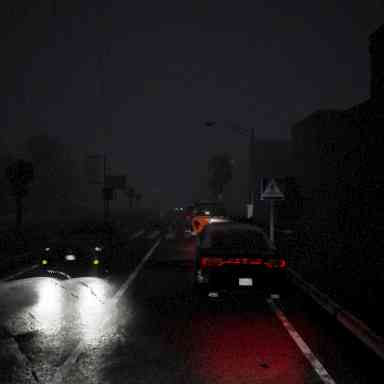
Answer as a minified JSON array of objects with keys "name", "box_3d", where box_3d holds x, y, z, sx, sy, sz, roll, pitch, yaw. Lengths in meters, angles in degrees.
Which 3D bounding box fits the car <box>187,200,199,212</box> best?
[{"name":"car","box_3d":[0.150,2.444,60.246,2.150,2.045,5.566,0,-1,0]}]

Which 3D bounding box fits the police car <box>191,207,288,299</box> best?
[{"name":"police car","box_3d":[1.002,1.453,8.743,1.930,1.638,5.238,1,0,0]}]

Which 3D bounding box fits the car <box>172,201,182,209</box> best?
[{"name":"car","box_3d":[-3.037,3.226,79.071,2.033,1.411,5.357,0,-1,0]}]

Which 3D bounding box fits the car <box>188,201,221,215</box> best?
[{"name":"car","box_3d":[0.995,1.561,18.626,2.097,1.767,4.553,0,-1,0]}]

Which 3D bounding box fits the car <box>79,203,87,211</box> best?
[{"name":"car","box_3d":[-21.805,2.630,58.534,4.892,1.521,2.231,0,-1,0]}]

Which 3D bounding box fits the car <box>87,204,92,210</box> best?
[{"name":"car","box_3d":[-21.803,2.709,61.806,5.008,1.535,2.097,0,-1,0]}]

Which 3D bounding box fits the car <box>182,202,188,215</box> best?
[{"name":"car","box_3d":[0.113,2.374,46.176,2.128,1.511,4.902,0,-1,0]}]

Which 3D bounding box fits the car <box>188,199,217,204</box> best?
[{"name":"car","box_3d":[1.010,1.579,24.691,2.150,2.045,5.566,0,-1,0]}]

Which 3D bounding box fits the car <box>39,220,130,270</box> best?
[{"name":"car","box_3d":[-3.341,1.639,11.117,1.994,1.385,4.181,0,-1,0]}]

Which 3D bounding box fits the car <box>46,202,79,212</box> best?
[{"name":"car","box_3d":[-21.821,2.589,55.258,4.674,1.452,2.002,0,-1,0]}]
